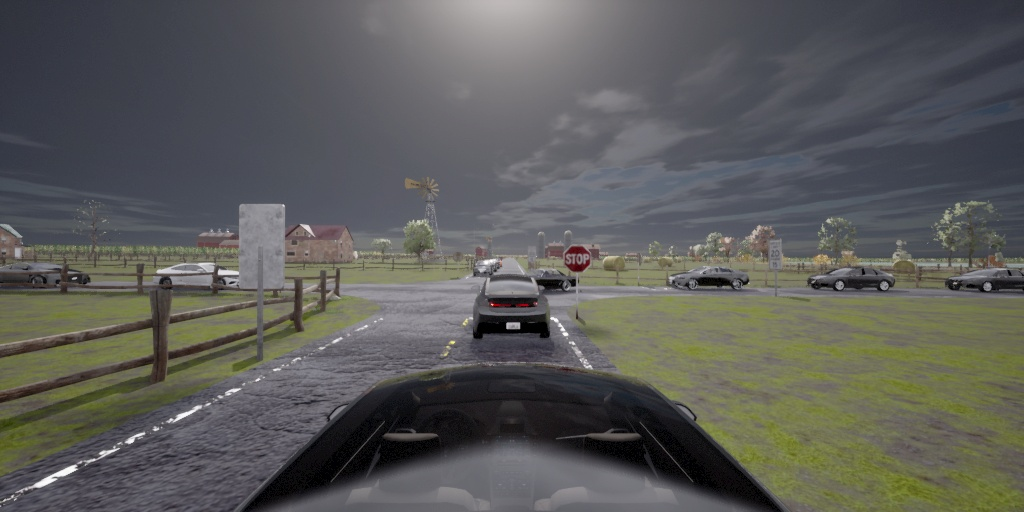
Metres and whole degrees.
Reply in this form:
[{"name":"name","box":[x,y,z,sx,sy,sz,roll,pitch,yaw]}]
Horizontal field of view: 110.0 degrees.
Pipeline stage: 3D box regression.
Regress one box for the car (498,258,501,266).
[{"name":"car","box":[-2.878,1.241,46.262,2.128,1.511,4.902,0,0,0]}]

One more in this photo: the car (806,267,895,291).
[{"name":"car","box":[22.187,1.499,23.589,4.892,1.490,1.837,1,-1,-1]}]

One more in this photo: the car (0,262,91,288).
[{"name":"car","box":[-26.374,1.048,19.950,4.181,1.385,1.994,1,-1,-1]}]

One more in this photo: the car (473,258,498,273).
[{"name":"car","box":[-2.880,1.243,36.816,2.128,1.511,4.902,0,0,0]}]

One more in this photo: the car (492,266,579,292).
[{"name":"car","box":[1.488,1.369,20.178,4.718,1.301,1.895,1,0,-35]}]

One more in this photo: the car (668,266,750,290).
[{"name":"car","box":[12.785,1.396,23.413,4.902,1.511,2.128,1,-1,-2]}]

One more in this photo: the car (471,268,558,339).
[{"name":"car","box":[-0.079,1.256,10.131,1.837,1.490,4.892,0,0,-2]}]

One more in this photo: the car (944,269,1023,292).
[{"name":"car","box":[31.689,1.587,23.716,4.892,1.490,1.837,1,-1,-1]}]

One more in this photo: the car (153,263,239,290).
[{"name":"car","box":[-17.255,1.104,20.077,4.674,1.442,1.812,1,-1,-1]}]
